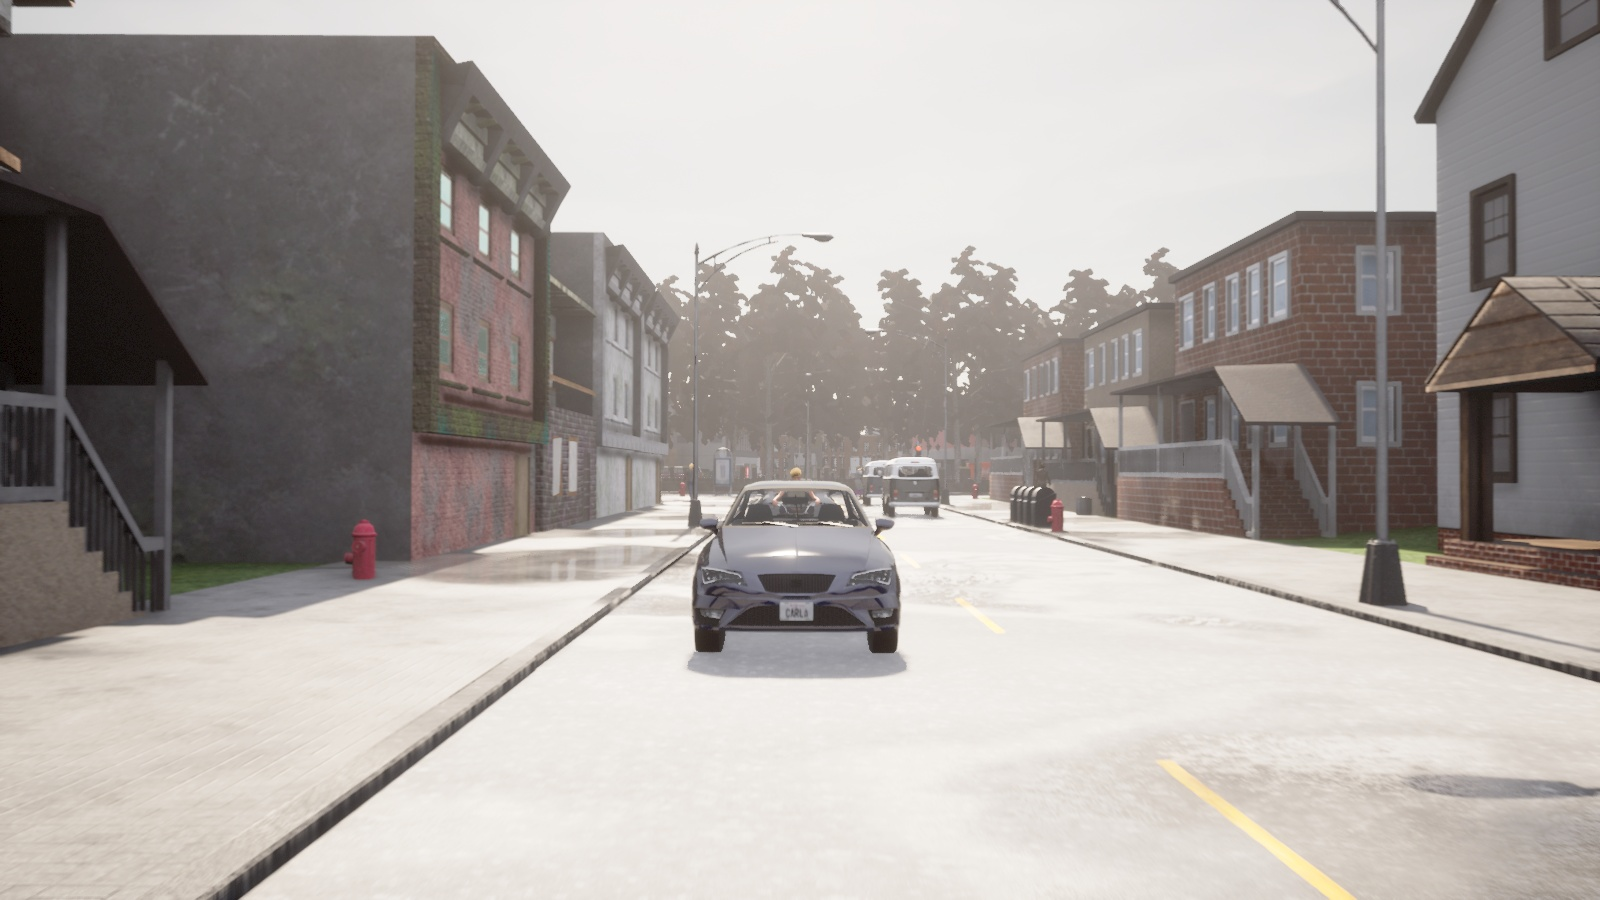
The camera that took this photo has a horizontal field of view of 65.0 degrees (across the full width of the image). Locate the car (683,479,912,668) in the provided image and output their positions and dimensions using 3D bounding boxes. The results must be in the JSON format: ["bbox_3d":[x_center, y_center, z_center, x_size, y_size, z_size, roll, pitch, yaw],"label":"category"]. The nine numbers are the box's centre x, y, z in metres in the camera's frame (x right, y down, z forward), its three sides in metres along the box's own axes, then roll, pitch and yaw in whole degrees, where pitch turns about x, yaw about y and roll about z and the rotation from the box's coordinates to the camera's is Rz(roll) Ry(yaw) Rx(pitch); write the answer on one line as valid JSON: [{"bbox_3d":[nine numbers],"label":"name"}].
[{"bbox_3d":[-0.028,1.030,12.118,1.816,1.474,4.193,0,-1,0],"label":"car"}]

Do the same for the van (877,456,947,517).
[{"bbox_3d":[3.894,1.263,44.517,2.069,2.038,4.480,0,-1,0],"label":"van"}]

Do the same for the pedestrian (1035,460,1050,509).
[{"bbox_3d":[8.955,1.260,46.393,0.328,1.805,0.869,-1,-1,24],"label":"pedestrian"}]

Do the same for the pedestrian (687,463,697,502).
[{"bbox_3d":[-5.122,1.536,59.576,0.354,1.836,0.706,0,-1,3],"label":"pedestrian"}]

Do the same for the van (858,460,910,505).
[{"bbox_3d":[3.862,1.493,58.337,2.069,2.038,4.480,0,-1,0],"label":"van"}]

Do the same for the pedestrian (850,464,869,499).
[{"bbox_3d":[3.286,1.748,69.534,0.873,1.952,0.659,0,-1,-23],"label":"pedestrian"}]
